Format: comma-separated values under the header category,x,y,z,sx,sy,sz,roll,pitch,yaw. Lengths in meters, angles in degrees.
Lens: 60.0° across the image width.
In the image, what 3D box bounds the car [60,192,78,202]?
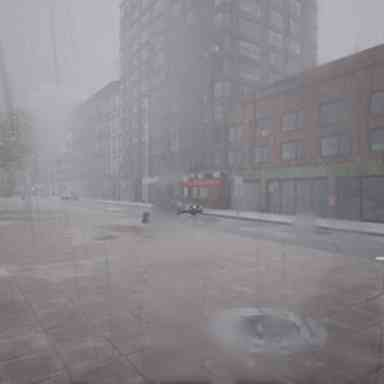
category,x,y,z,sx,sy,sz,roll,pitch,yaw
car,-19.654,0.727,53.137,2.128,1.511,4.902,0,0,-35

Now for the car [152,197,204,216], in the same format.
category,x,y,z,sx,sy,sz,roll,pitch,yaw
car,-1.254,1.140,27.066,2.033,1.411,5.357,0,1,-35
